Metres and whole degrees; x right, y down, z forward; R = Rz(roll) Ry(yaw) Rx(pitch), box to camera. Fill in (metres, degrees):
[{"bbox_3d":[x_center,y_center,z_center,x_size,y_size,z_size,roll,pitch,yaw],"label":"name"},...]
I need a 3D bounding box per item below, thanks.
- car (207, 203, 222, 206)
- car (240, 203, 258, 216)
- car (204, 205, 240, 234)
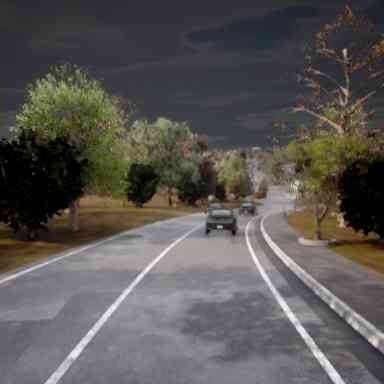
[{"bbox_3d":[2.925,2.079,41.091,1.994,1.385,4.181,1,-1,18],"label":"car"},{"bbox_3d":[7.187,2.149,42.256,1.837,1.490,4.892,1,-1,18],"label":"car"},{"bbox_3d":[1.995,1.815,21.609,1.837,1.490,4.892,1,-1,9],"label":"car"}]
